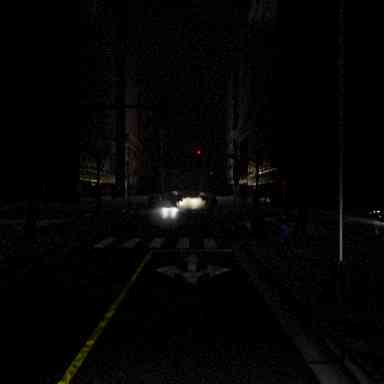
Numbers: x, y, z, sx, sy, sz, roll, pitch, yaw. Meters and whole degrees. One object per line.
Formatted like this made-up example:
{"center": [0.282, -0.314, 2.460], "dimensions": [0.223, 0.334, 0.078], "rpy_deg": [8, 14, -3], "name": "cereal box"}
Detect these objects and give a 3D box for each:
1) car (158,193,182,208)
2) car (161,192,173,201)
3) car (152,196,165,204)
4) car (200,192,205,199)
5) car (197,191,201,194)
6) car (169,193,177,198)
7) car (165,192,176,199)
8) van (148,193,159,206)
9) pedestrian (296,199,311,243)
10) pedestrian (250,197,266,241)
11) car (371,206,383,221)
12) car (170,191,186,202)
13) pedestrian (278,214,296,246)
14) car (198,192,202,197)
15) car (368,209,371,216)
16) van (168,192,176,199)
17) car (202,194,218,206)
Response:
{"center": [-2.906, 1.275, 44.740], "dimensions": [2.128, 1.511, 4.902], "rpy_deg": [0, 0, 0], "name": "car"}
{"center": [-5.486, 0.931, 72.736], "dimensions": [2.192, 1.841, 5.009], "rpy_deg": [0, 0, 0], "name": "car"}
{"center": [-5.599, 1.303, 55.792], "dimensions": [1.802, 1.307, 4.206], "rpy_deg": [0, 0, 0], "name": "car"}
{"center": [3.001, 1.235, 67.035], "dimensions": [1.802, 1.307, 4.206], "rpy_deg": [0, 0, 0], "name": "car"}
{"center": [3.187, 1.040, 95.279], "dimensions": [1.802, 1.307, 4.206], "rpy_deg": [0, 0, 0], "name": "car"}
{"center": [-5.337, 1.002, 95.331], "dimensions": [1.887, 1.381, 4.507], "rpy_deg": [0, 0, 0], "name": "car"}
{"center": [-5.411, 0.854, 84.033], "dimensions": [2.192, 1.841, 5.009], "rpy_deg": [0, 0, 0], "name": "car"}
{"center": [-5.635, 1.095, 50.142], "dimensions": [1.690, 1.788, 3.998], "rpy_deg": [0, 0, 0], "name": "van"}
{"center": [4.371, 1.081, 13.202], "dimensions": [0.375, 1.860, 0.375], "rpy_deg": [0, 0, 0], "name": "pedestrian"}
{"center": [2.746, 1.082, 13.803], "dimensions": [0.375, 1.860, 0.375], "rpy_deg": [0, 0, 0], "name": "pedestrian"}
{"center": [17.107, 1.668, 26.066], "dimensions": [4.674, 1.442, 1.812], "rpy_deg": [1, 0, 0], "name": "car"}
{"center": [-2.713, 1.151, 63.672], "dimensions": [1.882, 1.535, 5.008], "rpy_deg": [0, 0, 1], "name": "car"}
{"center": [3.586, 1.367, 12.603], "dimensions": [0.375, 1.300, 0.375], "rpy_deg": [0, 0, 0], "name": "pedestrian"}
{"center": [3.075, 1.123, 78.332], "dimensions": [1.887, 1.381, 4.507], "rpy_deg": [0, 0, 0], "name": "car"}
{"center": [18.135, 1.659, 29.310], "dimensions": [4.892, 1.490, 1.837], "rpy_deg": [1, 0, 0], "name": "car"}
{"center": [-5.374, 0.839, 89.682], "dimensions": [1.690, 1.788, 3.998], "rpy_deg": [0, 0, 0], "name": "van"}
{"center": [2.889, 1.320, 50.088], "dimensions": [1.947, 1.339, 4.313], "rpy_deg": [0, 0, 0], "name": "car"}
